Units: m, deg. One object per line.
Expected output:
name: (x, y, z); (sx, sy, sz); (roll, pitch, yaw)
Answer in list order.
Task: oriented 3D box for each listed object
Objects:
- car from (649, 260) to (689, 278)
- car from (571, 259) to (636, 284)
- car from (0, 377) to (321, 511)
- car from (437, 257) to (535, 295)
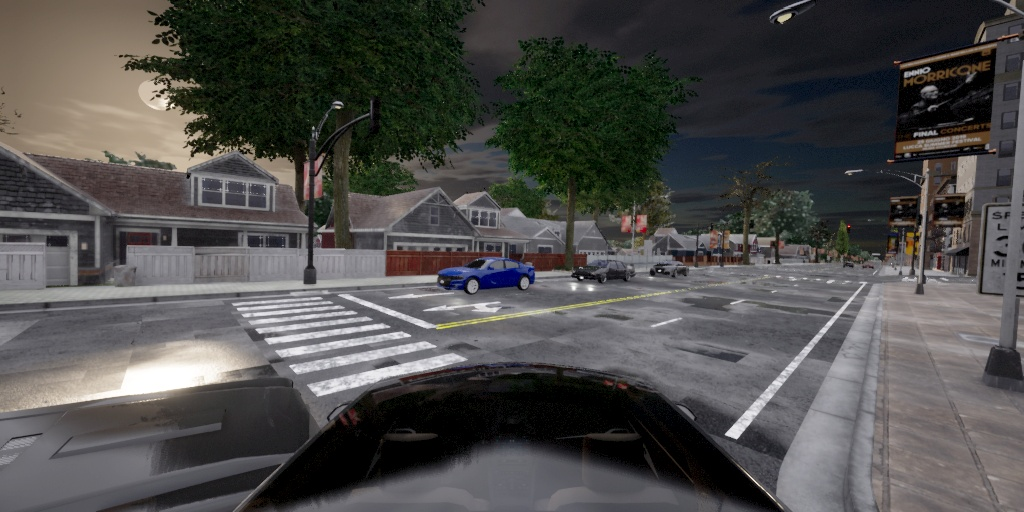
car: (13.347, 1.022, 30.299); (4.181, 1.385, 1.994); (1, 2, -44)
car: (6.125, 0.937, 23.403); (5.357, 1.411, 2.033); (1, 2, -44)
car: (-3.315, 1.283, 1.331); (4.718, 1.301, 1.895); (1, 2, -34)
car: (-1.065, 0.803, 16.509); (5.008, 1.535, 1.882); (0, 2, -44)
